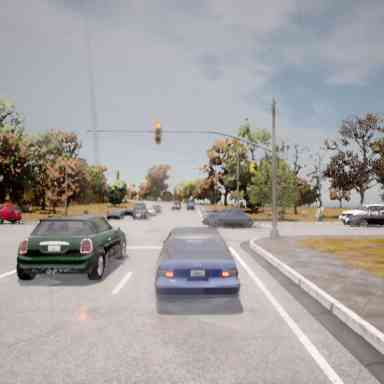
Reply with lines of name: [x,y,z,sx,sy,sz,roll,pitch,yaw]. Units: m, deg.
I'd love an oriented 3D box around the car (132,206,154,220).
car: [-7.270,3.131,47.726,2.128,1.511,4.902,0,-2,1]

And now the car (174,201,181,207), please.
car: [-3.924,3.199,87.798,1.837,1.490,4.892,0,0,-4]

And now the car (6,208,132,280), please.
car: [-3.455,1.480,10.446,2.097,1.767,4.553,0,-1,0]

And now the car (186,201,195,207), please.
car: [-0.426,3.256,87.896,1.994,1.385,4.181,0,0,-4]

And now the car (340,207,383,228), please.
car: [16.201,2.366,29.713,4.902,1.511,2.128,0,-3,-3]

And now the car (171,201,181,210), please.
car: [-3.793,3.495,77.766,1.895,1.301,4.718,0,0,0]

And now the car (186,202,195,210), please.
car: [-0.293,3.423,77.714,1.812,1.442,4.674,0,0,0]

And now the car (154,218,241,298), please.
car: [0.059,1.640,8.835,2.033,1.411,5.357,0,-1,-1]

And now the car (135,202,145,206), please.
car: [-10.758,3.165,68.160,2.150,2.045,5.566,0,0,0]

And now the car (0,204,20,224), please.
car: [-20.853,2.326,35.079,5.566,2.045,2.150,0,-2,10]

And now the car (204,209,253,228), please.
car: [3.131,2.387,28.504,4.181,1.385,1.994,1,-3,-14]

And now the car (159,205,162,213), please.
car: [-7.269,3.450,67.908,1.837,1.490,4.892,0,0,0]

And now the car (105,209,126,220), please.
car: [-10.811,3.182,47.525,2.033,1.411,5.357,0,-2,-3]

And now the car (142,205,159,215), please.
car: [-7.297,3.400,57.617,1.812,1.442,4.674,0,-1,0]

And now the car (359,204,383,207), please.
car: [17.789,2.259,33.291,5.566,2.045,2.150,0,-3,-3]
